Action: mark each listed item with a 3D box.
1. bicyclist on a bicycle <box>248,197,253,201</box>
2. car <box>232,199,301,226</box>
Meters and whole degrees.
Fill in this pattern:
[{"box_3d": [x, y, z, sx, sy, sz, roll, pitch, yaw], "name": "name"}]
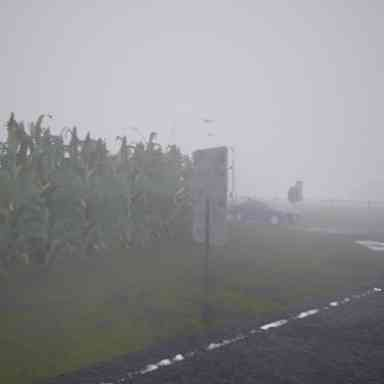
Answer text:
[{"box_3d": [5.498, 1.256, 31.362, 1.656, 1.620, 0.582, 0, 1, -36], "name": "bicyclist on a bicycle"}, {"box_3d": [4.833, 1.290, 22.078, 1.882, 1.535, 5.008, 1, 0, -36], "name": "car"}]
